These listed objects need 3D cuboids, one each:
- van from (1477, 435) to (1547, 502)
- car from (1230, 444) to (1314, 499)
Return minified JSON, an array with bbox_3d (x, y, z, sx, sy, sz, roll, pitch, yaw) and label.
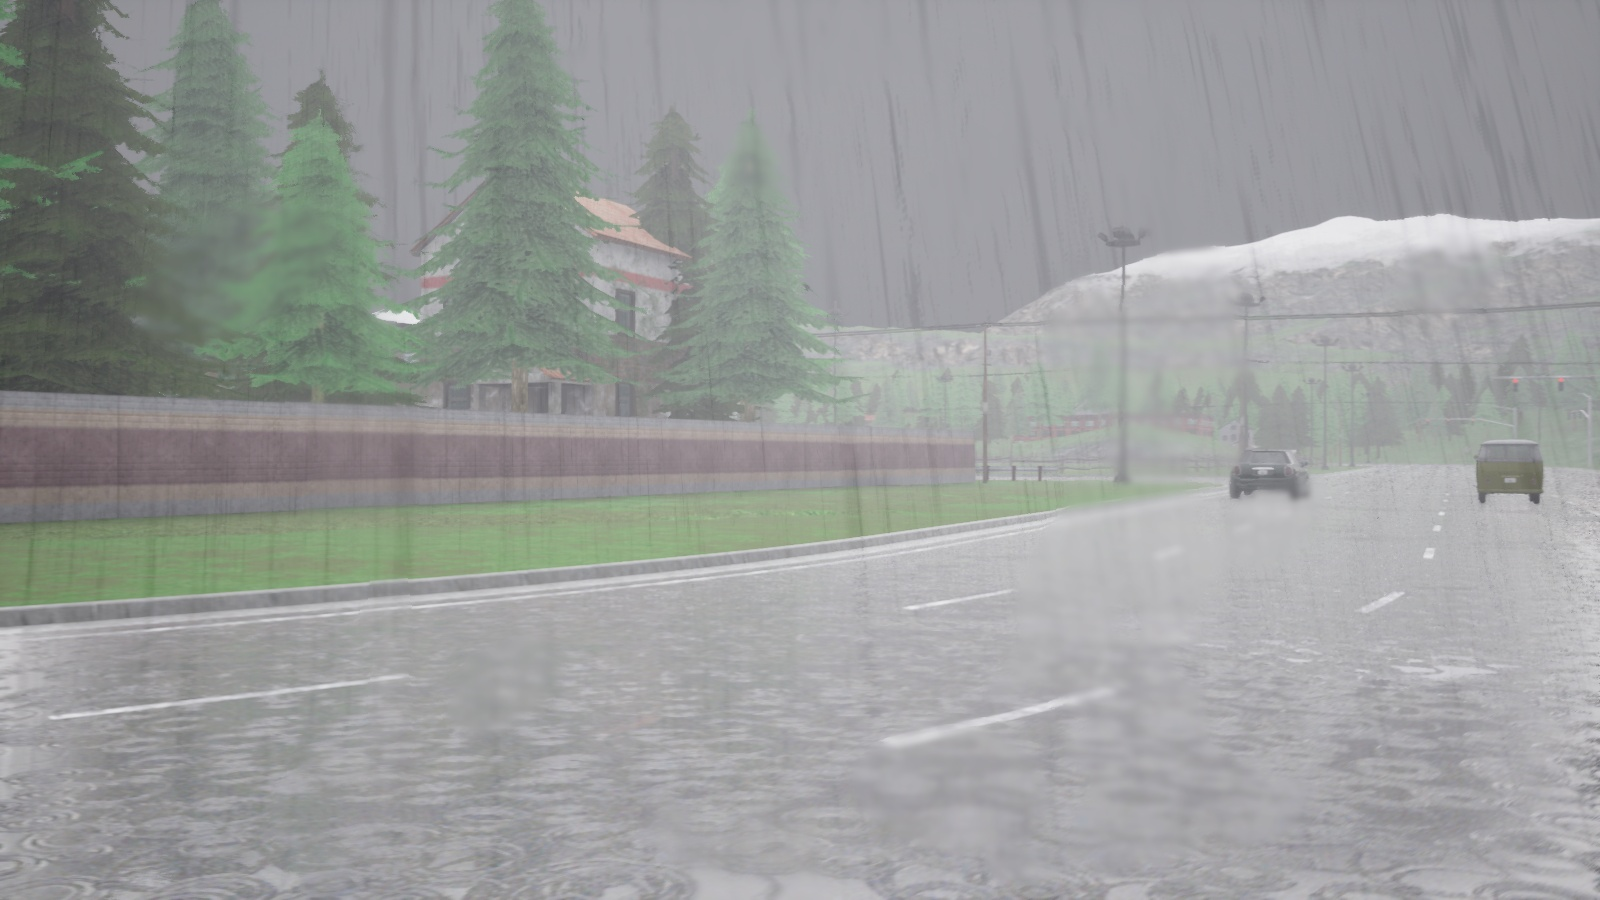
[{"bbox_3d":[22.417,0.565,39.667,1.775,1.987,4.442,0,0,28],"label":"van"},{"bbox_3d":[16.113,0.697,42.721,2.097,1.767,4.553,0,0,28],"label":"car"}]
